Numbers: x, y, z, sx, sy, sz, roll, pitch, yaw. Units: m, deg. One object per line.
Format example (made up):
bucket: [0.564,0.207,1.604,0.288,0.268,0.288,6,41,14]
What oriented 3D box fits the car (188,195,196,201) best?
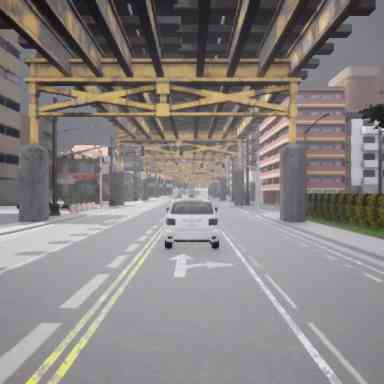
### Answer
car: [0.000,1.423,80.251,1.882,1.535,5.008,0,0,0]

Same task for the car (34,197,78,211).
car: [-16.762,1.450,41.261,4.974,1.542,2.038,0,0,-20]

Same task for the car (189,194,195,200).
car: [0.000,1.331,93.999,1.837,1.490,4.892,0,1,0]

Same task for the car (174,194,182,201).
car: [-3.500,1.367,85.240,1.837,1.490,4.892,0,0,0]

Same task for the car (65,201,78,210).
car: [-16.811,1.292,41.243,4.536,1.218,1.853,0,0,-20]

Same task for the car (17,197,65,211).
car: [-17.088,1.450,37.103,4.974,1.542,2.038,0,0,25]

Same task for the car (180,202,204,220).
car: [0.000,1.615,29.680,1.895,1.301,4.718,0,0,0]

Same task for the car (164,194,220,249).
car: [0.000,1.256,14.680,2.150,2.045,5.566,0,0,0]

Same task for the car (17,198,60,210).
car: [-17.136,1.292,37.124,4.536,1.218,1.853,0,0,25]
